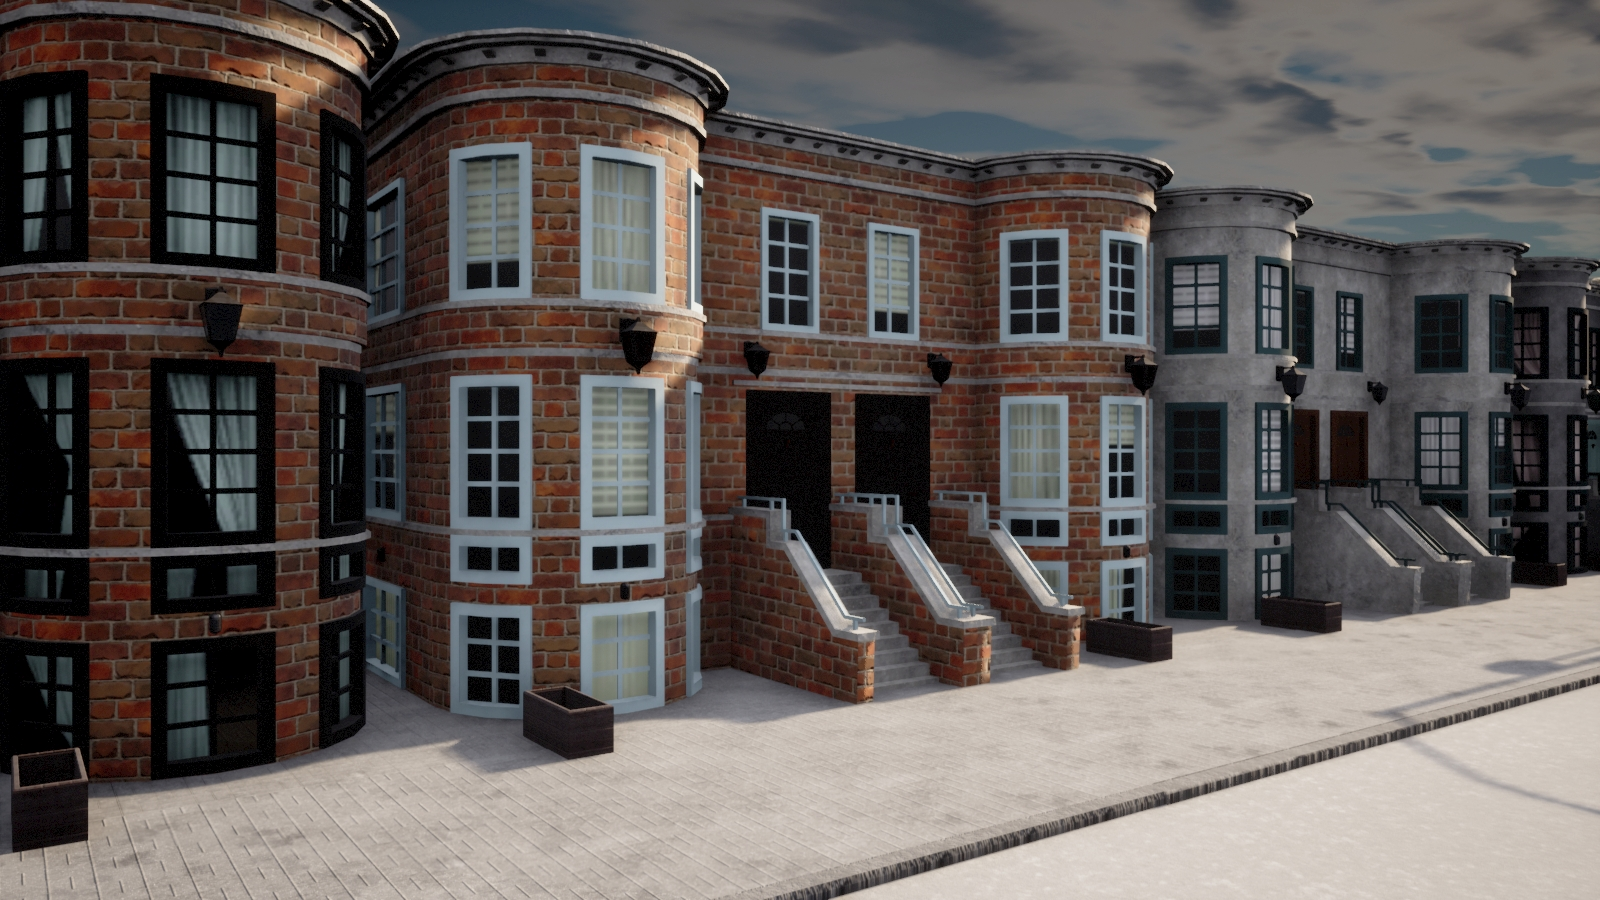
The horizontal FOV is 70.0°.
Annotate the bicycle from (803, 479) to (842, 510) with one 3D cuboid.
[{"bbox_3d":[0.975,1.928,49.653,1.835,1.271,0.329,0,2,36],"label":"bicycle"}]
